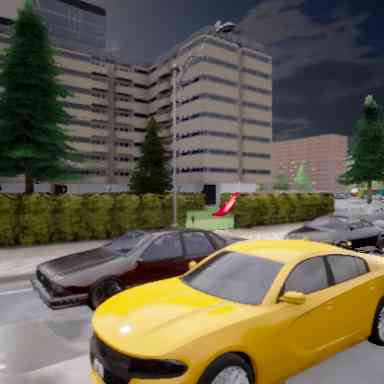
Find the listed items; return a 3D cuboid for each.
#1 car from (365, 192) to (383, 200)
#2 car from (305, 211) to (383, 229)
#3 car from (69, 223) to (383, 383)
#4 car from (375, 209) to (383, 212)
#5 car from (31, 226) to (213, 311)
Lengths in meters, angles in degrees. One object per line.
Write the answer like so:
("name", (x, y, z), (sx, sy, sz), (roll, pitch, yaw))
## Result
("car", (43.877, 1.249, 78.618), (1.970, 1.475, 3.806), (0, 0, -36))
("car", (5.118, 1.544, 11.818), (4.181, 1.385, 1.994), (0, 0, -36))
("car", (1.116, 1.471, 4.743), (5.008, 1.535, 1.882), (0, 0, -35))
("car", (8.757, 1.477, 14.469), (4.892, 1.490, 1.837), (0, 0, -35))
("car", (-0.709, 1.541, 7.772), (5.357, 1.411, 2.033), (0, 0, -35))
